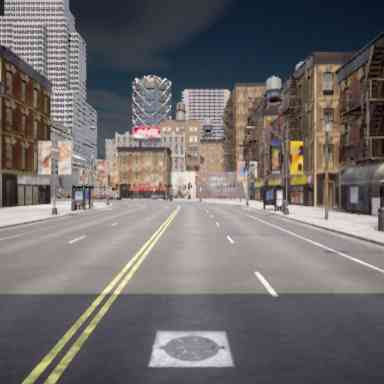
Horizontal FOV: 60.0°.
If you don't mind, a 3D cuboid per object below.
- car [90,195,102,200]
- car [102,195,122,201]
[{"bbox_3d":[-25.756,1.476,88.656,4.674,1.452,2.002,0,0,20],"label":"car"},{"bbox_3d":[-20.452,1.552,86.485,4.718,1.301,1.895,0,0,30],"label":"car"}]
